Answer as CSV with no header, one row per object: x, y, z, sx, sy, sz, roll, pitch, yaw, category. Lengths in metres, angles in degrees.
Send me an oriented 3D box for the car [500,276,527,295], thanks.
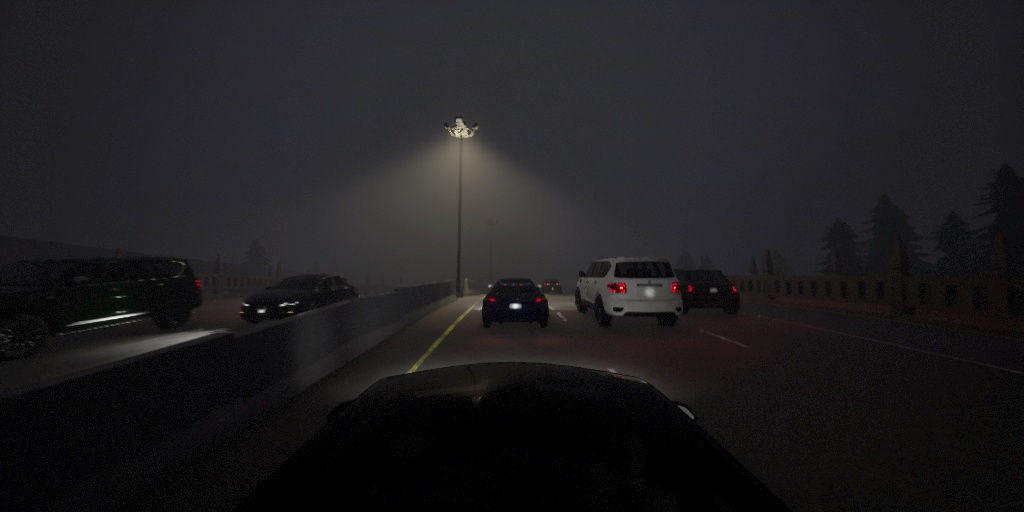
0.096,2.506,29.770,2.033,1.411,5.357,0,-5,0,car

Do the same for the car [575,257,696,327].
3.599,1.086,12.052,2.150,2.045,5.566,0,-2,0,car

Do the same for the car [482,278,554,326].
0.098,1.428,12.010,1.994,1.385,4.181,0,-2,0,car

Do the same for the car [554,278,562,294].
3.595,2.899,34.033,1.837,1.490,4.892,0,-6,0,car

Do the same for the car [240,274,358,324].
-7.101,1.383,12.590,1.837,1.490,4.892,0,-2,0,car

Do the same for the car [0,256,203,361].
-10.601,1.009,8.708,2.150,2.045,5.566,0,0,0,car

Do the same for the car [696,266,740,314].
7.098,1.307,14.744,2.097,1.767,4.553,0,-2,0,car

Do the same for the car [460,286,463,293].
-7.070,5.193,54.447,1.895,1.301,4.718,0,-6,0,car
